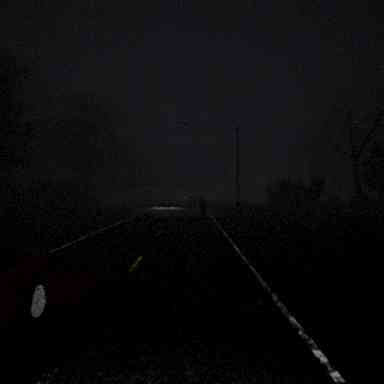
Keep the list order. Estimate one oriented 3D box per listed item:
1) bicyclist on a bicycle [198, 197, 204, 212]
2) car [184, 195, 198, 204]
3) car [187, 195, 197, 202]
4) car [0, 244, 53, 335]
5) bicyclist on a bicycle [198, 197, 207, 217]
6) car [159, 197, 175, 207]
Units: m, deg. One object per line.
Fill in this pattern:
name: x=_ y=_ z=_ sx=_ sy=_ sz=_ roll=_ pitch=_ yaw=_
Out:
bicyclist on a bicycle: x=0.976 y=1.382 z=37.187 sx=0.582 sy=1.620 sz=1.656 roll=0 pitch=0 yaw=0
car: x=0.120 y=1.430 z=58.160 sx=2.033 sy=1.411 sz=5.357 roll=0 pitch=0 yaw=0
car: x=0.023 y=1.399 z=73.824 sx=1.994 sy=1.385 sz=4.181 roll=0 pitch=0 yaw=0
car: x=-3.600 y=1.470 z=4.338 sx=1.882 sy=1.535 sz=5.008 roll=0 pitch=0 yaw=0
bicyclist on a bicycle: x=0.972 y=1.400 z=28.034 sx=0.582 sy=1.620 sz=1.656 roll=0 pitch=0 yaw=0
car: x=-3.563 y=1.432 z=48.017 sx=1.812 sy=1.442 sz=4.674 roll=0 pitch=0 yaw=0
